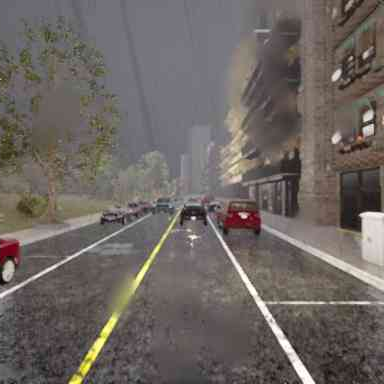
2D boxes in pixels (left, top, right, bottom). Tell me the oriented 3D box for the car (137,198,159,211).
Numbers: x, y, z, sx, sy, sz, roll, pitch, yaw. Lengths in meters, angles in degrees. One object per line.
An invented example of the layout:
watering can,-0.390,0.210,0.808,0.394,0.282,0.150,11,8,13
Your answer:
car,-5.311,1.528,40.755,2.008,1.369,4.403,1,0,0

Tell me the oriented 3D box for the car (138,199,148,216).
car,-5.310,1.564,29.447,1.802,1.307,4.206,1,0,0

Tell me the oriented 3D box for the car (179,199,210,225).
car,0.099,1.488,24.260,1.837,1.490,4.892,0,0,0

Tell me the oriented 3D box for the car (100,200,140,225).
car,-5.309,1.535,23.793,2.008,1.369,4.403,1,0,0

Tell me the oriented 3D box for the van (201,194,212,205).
van,2.570,1.311,58.431,1.690,1.788,3.998,1,0,0

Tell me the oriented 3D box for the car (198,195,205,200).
car,2.565,1.536,92.397,1.947,1.339,4.313,1,0,0

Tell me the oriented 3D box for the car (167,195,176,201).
car,-5.315,1.520,85.987,2.008,1.369,4.403,1,0,0

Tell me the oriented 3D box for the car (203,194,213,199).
car,2.571,1.287,52.770,2.192,1.841,5.009,1,0,0

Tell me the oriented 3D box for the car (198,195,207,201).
car,2.566,1.534,81.075,1.947,1.339,4.313,1,0,0

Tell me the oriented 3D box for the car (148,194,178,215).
car,-2.849,1.332,33.855,2.097,1.767,4.553,0,0,0

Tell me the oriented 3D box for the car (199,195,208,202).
car,2.566,1.512,75.415,1.887,1.381,4.507,1,0,0

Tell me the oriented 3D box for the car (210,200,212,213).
car,2.571,1.529,24.466,1.887,1.381,4.507,1,0,0

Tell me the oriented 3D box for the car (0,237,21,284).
car,-5.307,1.540,6.831,1.887,1.381,4.507,1,0,0

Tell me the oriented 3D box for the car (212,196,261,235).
car,2.574,1.302,18.805,2.192,1.841,5.009,1,0,0

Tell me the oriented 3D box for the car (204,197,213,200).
car,2.570,1.544,35.788,1.947,1.339,4.313,1,0,0

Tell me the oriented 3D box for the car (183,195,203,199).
car,0.097,1.433,42.252,1.801,1.575,5.366,0,0,0

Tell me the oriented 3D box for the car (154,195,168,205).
car,-5.311,1.411,57.716,1.967,1.590,4.097,1,0,0

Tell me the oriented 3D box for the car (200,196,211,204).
car,2.567,1.535,64.093,1.947,1.339,4.313,1,0,0

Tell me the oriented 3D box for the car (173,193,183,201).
car,-2.756,1.424,75.131,2.033,1.411,5.357,0,0,0

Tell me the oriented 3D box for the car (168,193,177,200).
car,-5.313,1.285,91.640,2.192,1.841,5.009,1,0,0
